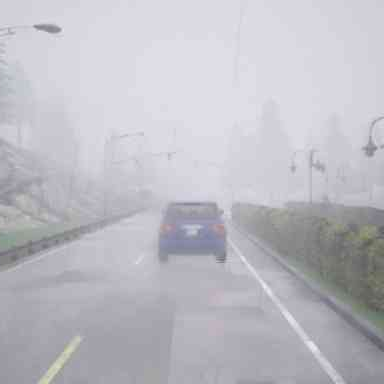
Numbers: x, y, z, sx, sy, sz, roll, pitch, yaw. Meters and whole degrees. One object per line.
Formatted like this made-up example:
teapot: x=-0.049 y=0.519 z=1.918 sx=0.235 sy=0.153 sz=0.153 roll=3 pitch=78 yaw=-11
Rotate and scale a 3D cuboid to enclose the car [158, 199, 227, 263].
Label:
car: x=0.028 y=1.244 z=12.226 sx=2.150 sy=2.045 sz=5.566 roll=0 pitch=0 yaw=0
